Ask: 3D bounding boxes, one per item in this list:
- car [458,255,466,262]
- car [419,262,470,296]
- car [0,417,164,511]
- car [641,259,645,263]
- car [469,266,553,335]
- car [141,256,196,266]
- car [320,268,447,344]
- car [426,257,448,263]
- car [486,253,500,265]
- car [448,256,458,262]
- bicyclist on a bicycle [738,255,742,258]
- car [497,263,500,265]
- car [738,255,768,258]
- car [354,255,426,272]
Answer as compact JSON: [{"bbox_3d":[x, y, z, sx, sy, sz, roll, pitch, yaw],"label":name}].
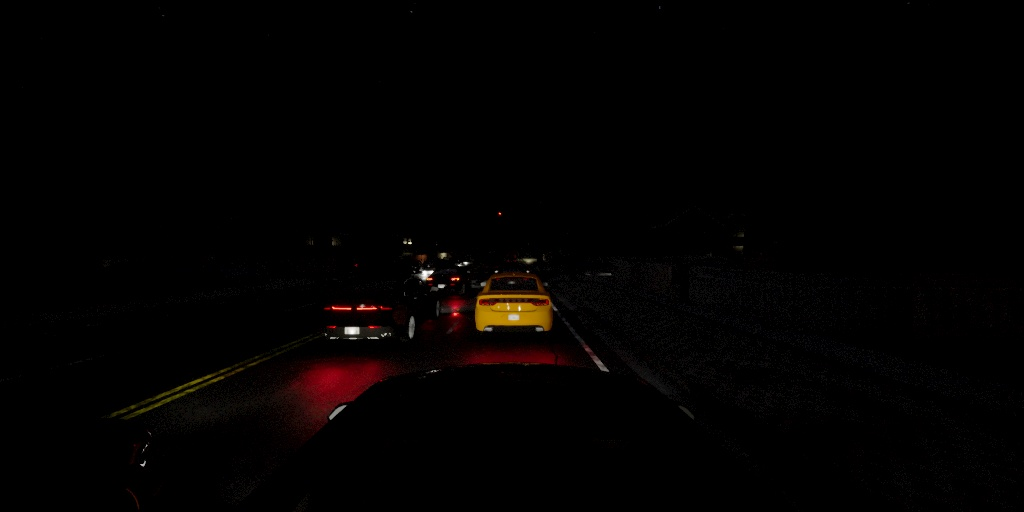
[{"bbox_3d":[-9.914,0.655,63.949,1.882,1.535,5.008,0,1,0],"label":"car"},{"bbox_3d":[-3.248,1.212,18.899,1.812,1.442,4.674,0,0,1],"label":"car"},{"bbox_3d":[-3.149,1.228,0.180,1.882,1.535,5.008,0,0,0],"label":"car"},{"bbox_3d":[12.793,1.012,34.519,5.357,1.411,2.033,-1,1,-6],"label":"car"},{"bbox_3d":[0.062,1.209,10.475,1.882,1.535,5.008,0,0,0],"label":"car"},{"bbox_3d":[-29.494,1.028,31.444,5.566,2.045,2.150,0,1,3],"label":"car"},{"bbox_3d":[-3.190,1.239,9.590,1.837,1.490,4.892,0,0,0],"label":"car"},{"bbox_3d":[-9.918,0.932,45.159,2.128,1.511,4.902,0,1,0],"label":"car"},{"bbox_3d":[-3.250,0.443,61.960,2.150,2.045,5.566,0,1,0],"label":"car"},{"bbox_3d":[-9.934,0.904,54.343,1.994,1.385,4.181,0,1,0],"label":"car"},{"bbox_3d":[18.406,0.782,28.792,0.582,1.620,1.656,0,0,-2],"label":"bicyclist on a bicycle"},{"bbox_3d":[0.008,1.247,19.364,1.994,1.385,4.181,0,0,1],"label":"car"},{"bbox_3d":[22.769,0.735,34.778,4.553,1.767,2.097,0,1,-2],"label":"car"},{"bbox_3d":[-10.704,0.906,31.025,5.566,2.045,2.150,-1,1,0],"label":"car"}]
